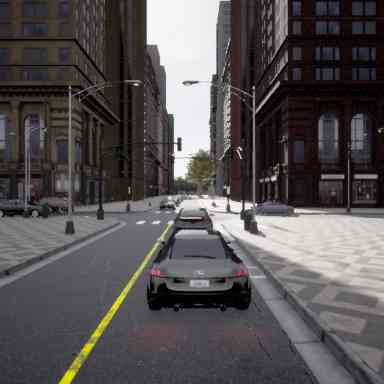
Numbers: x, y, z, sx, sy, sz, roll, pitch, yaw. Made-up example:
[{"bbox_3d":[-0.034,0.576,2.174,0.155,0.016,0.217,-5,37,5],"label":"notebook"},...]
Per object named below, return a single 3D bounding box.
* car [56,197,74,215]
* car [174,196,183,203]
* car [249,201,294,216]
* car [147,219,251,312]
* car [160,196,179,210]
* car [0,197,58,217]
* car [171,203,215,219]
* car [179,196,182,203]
[{"bbox_3d":[-13.940,1.309,32.179,4.553,1.767,2.097,0,0,0],"label":"car"},{"bbox_3d":[-2.997,1.550,73.585,1.812,1.442,4.674,0,0,0],"label":"car"},{"bbox_3d":[7.647,1.591,32.171,4.181,1.385,1.994,0,0,0],"label":"car"},{"bbox_3d":[0.108,1.564,7.812,1.994,1.385,4.181,0,0,-1],"label":"car"},{"bbox_3d":[-3.089,1.547,43.176,2.033,1.411,5.357,0,0,0],"label":"car"},{"bbox_3d":[-14.747,1.454,28.968,4.892,1.490,1.837,0,0,-1],"label":"car"},{"bbox_3d":[0.062,1.505,16.720,1.837,1.490,4.892,0,0,0],"label":"car"},{"bbox_3d":[-3.089,1.495,52.937,2.128,1.511,4.902,0,0,0],"label":"car"}]
